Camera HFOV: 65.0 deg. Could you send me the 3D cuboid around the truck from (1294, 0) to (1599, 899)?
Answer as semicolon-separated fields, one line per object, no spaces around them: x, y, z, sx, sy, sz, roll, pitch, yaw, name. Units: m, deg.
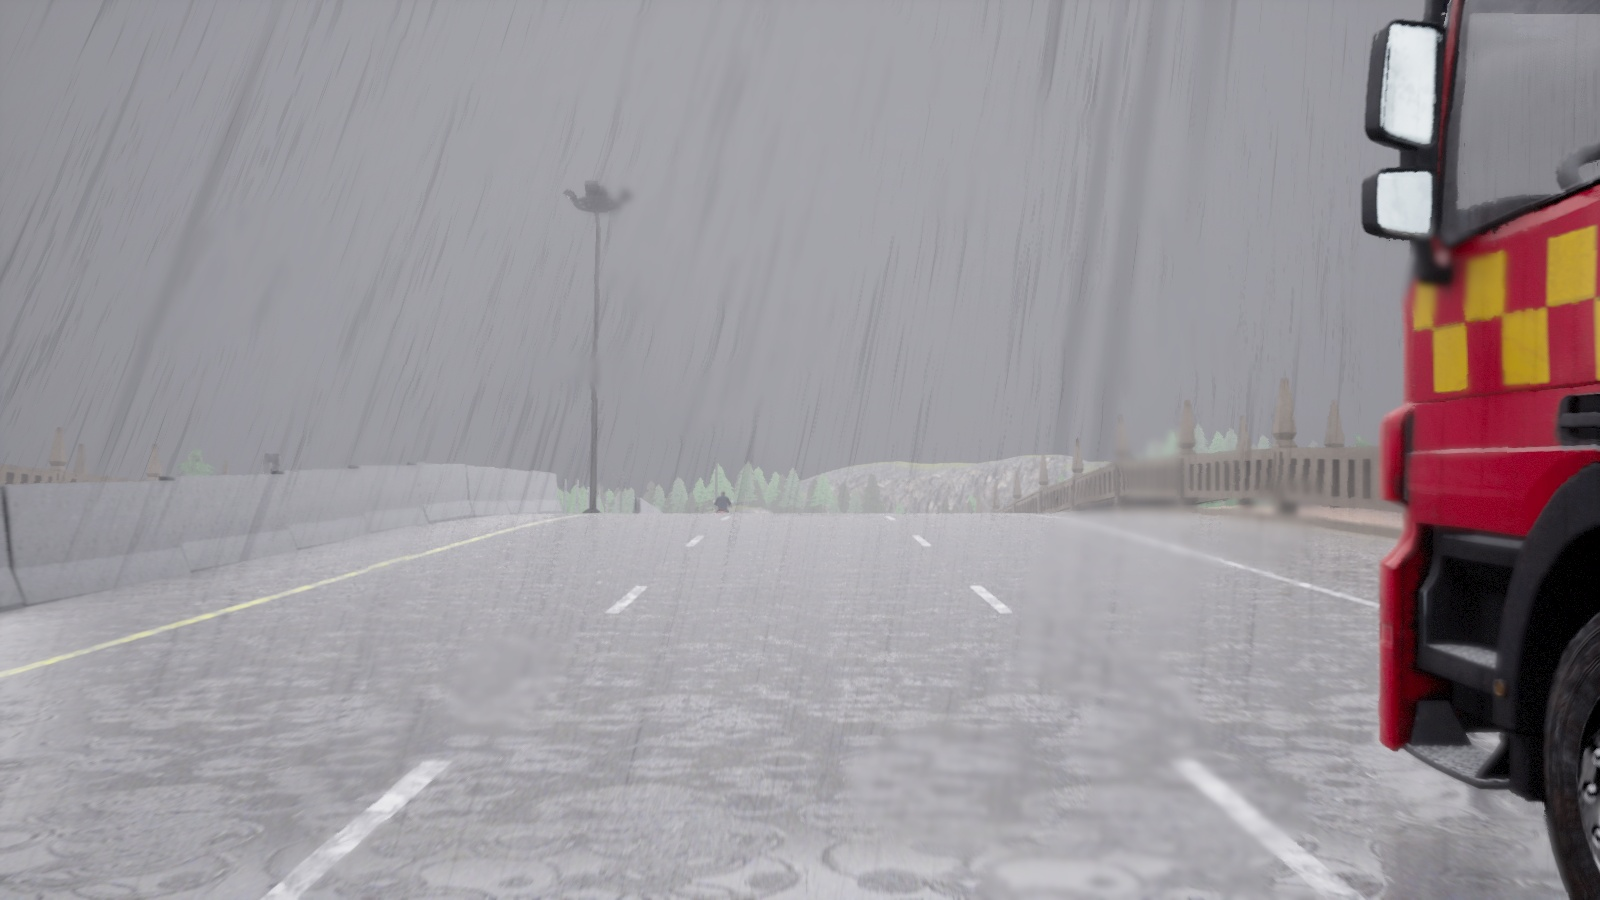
3.522;-0.405;1.089;2.891;3.827;8.468;0;0;0;truck
